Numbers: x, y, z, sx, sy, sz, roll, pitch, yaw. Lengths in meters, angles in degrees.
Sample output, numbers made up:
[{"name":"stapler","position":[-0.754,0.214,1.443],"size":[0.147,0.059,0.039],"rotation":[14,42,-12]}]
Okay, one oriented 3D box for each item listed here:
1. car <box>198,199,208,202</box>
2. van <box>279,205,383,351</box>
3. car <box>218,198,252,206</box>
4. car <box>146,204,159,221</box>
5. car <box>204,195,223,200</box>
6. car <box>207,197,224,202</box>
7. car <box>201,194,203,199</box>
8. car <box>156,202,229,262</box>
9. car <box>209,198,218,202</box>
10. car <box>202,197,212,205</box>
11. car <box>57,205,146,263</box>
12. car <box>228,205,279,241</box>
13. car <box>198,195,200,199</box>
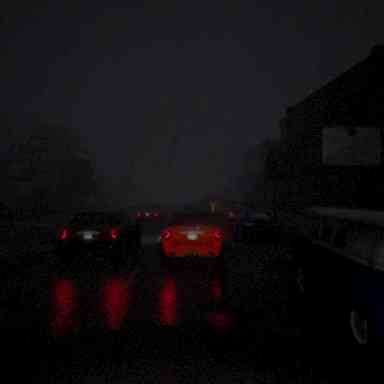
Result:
[{"name":"car","position":[0.038,1.653,27.672],"size":[2.128,1.511,4.902],"rotation":[0,0,0]},{"name":"van","position":[3.228,1.291,6.267],"size":[1.878,1.987,4.442],"rotation":[0,0,0]},{"name":"car","position":[3.236,1.486,22.818],"size":[2.185,1.767,4.553],"rotation":[0,0,0]},{"name":"car","position":[-3.223,1.702,26.621],"size":[2.033,1.411,5.357],"rotation":[0,0,0]},{"name":"car","position":[3.249,1.487,44.854],"size":[2.435,2.045,5.566],"rotation":[0,0,0]},{"name":"car","position":[3.246,1.707,39.419],"size":[2.097,1.535,5.008],"rotation":[0,0,0]},{"name":"car","position":[3.258,1.709,61.494],"size":[2.185,1.767,4.553],"rotation":[0,0,0]},{"name":"car","position":[0.029,1.424,12.495],"size":[2.097,1.767,4.553],"rotation":[0,0,0]},{"name":"car","position":[3.243,1.677,33.893],"size":[2.231,1.521,4.892],"rotation":[0,0,0]},{"name":"car","position":[3.264,1.937,72.447],"size":[2.002,1.452,4.674],"rotation":[0,0,0]},{"name":"car","position":[-3.221,1.424,12.497],"size":[2.097,1.767,4.553],"rotation":[0,0,0]},{"name":"car","position":[3.234,1.620,17.196],"size":[2.002,1.452,4.674],"rotation":[0,0,0]},{"name":"car","position":[3.266,1.930,77.968],"size":[2.231,1.521,4.892],"rotation":[0,0,0]}]
